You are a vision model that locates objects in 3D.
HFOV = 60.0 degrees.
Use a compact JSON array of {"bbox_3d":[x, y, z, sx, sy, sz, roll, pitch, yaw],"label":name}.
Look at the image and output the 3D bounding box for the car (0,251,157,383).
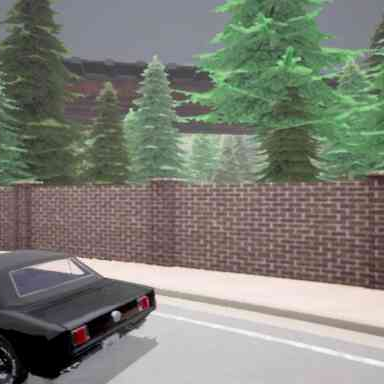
[{"bbox_3d":[-3.006,1.629,5.201,4.718,1.301,1.895,0,0,26],"label":"car"}]
